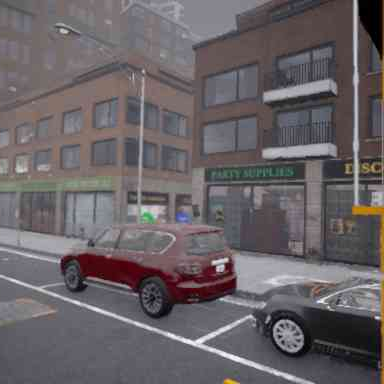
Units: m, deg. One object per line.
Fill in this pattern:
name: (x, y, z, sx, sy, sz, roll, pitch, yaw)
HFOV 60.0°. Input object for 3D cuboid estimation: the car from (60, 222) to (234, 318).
car: (-1.271, 1.684, 8.348, 5.009, 1.841, 2.192, -1, -3, 39)

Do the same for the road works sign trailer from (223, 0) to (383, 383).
road works sign trailer: (1.470, 0.617, 2.506, 2.880, 3.560, 2.380, -1, -3, 39)

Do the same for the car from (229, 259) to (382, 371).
car: (3.001, 1.839, 4.868, 4.403, 1.369, 2.008, -1, -3, 39)
